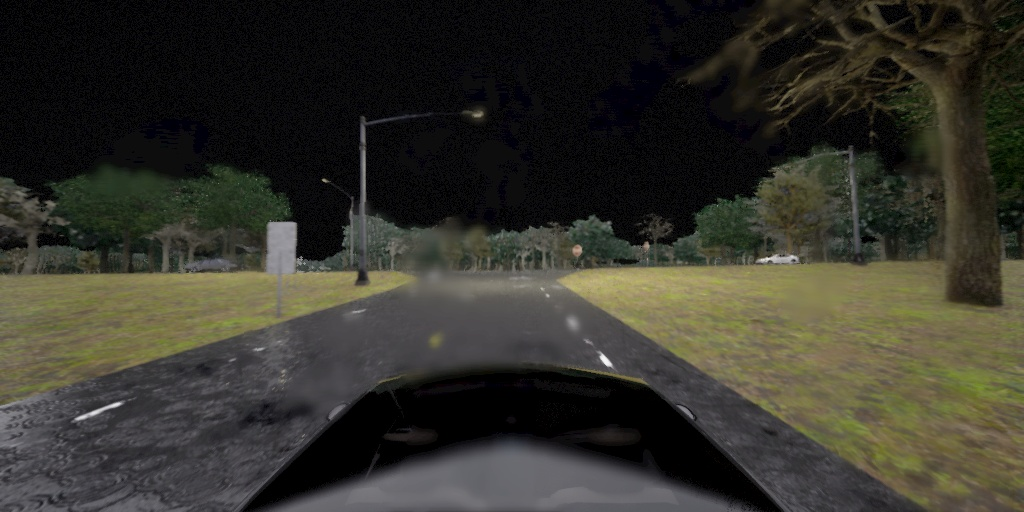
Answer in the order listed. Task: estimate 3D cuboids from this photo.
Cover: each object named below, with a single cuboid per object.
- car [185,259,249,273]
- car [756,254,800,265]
[{"bbox_3d":[-29.629,1.030,36.067,5.357,1.411,2.033,-1,-3,1],"label":"car"},{"bbox_3d":[32.159,0.459,43.463,4.674,1.442,1.812,-2,-3,-1],"label":"car"}]
